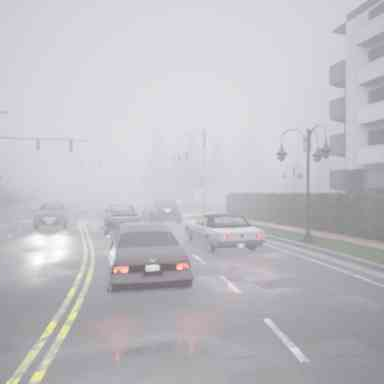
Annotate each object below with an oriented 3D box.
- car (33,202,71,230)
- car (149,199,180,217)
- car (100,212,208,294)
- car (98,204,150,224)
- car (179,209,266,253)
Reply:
[{"bbox_3d":[-8.716,1.426,20.806,2.128,1.511,4.902,0,0,-19],"label":"car"},{"bbox_3d":[-2.252,1.268,23.875,2.097,1.767,4.553,0,0,-17],"label":"car"},{"bbox_3d":[-1.307,1.516,8.918,2.033,1.411,5.357,0,0,-13],"label":"car"},{"bbox_3d":[-3.991,1.429,18.285,2.128,1.511,4.902,0,0,-19],"label":"car"},{"bbox_3d":[1.089,1.550,13.637,1.895,1.301,4.718,0,0,-16],"label":"car"}]
